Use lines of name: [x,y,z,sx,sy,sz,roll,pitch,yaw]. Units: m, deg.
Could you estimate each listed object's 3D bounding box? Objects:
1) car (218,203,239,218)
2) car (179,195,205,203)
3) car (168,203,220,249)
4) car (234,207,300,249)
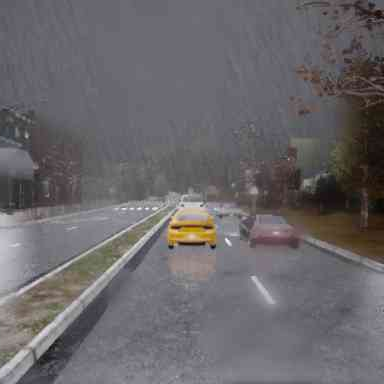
car: [3.250,1.629,29.693,1.895,1.301,4.718,0,0,0]
car: [0.000,1.270,29.696,2.150,2.045,5.566,0,0,0]
car: [0.000,1.489,14.656,1.882,1.535,5.008,0,0,0]
car: [3.250,1.577,14.656,1.994,1.385,4.181,0,0,0]
